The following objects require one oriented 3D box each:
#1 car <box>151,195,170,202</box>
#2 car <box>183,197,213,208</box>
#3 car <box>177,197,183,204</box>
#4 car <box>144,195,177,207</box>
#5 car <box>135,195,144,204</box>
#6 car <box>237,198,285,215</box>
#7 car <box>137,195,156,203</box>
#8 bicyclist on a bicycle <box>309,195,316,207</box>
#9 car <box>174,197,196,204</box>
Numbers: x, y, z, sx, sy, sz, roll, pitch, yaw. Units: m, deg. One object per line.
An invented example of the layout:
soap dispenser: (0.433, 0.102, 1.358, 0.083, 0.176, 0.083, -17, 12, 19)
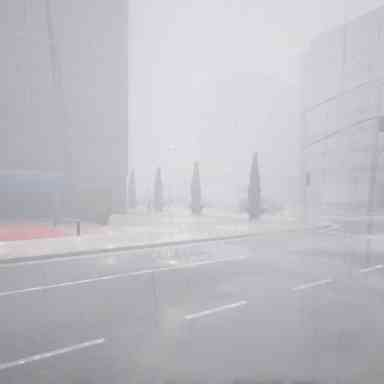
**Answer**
car: (-6.801, 1.384, 72.375, 1.882, 1.535, 5.008, 0, 0, -35)
car: (1.177, 1.526, 48.458, 1.812, 1.442, 4.674, 0, 0, -35)
car: (-4.210, 1.491, 62.608, 2.128, 1.511, 4.902, 0, 0, -34)
car: (-4.918, 1.491, 51.111, 2.128, 1.511, 4.902, 0, 0, -35)
car: (-9.436, 1.602, 63.900, 1.895, 1.301, 4.718, 0, 0, -35)
car: (6.808, 1.352, 34.215, 2.097, 1.767, 4.553, 0, 0, -35)
car: (-9.676, 1.384, 70.378, 1.882, 1.535, 5.008, 0, 0, -35)
bicyclist on a bicycle: (16.964, 1.300, 46.732, 1.656, 1.620, 0.582, 0, 0, -35)
car: (-1.424, 1.600, 64.736, 1.895, 1.301, 4.718, 0, 0, -34)
